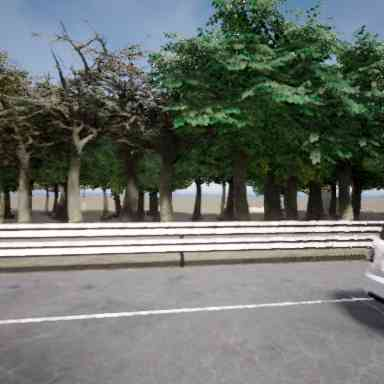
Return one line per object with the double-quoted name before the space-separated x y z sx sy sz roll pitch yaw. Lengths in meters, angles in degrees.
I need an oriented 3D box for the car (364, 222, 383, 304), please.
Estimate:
"car" 5.843 1.299 5.719 5.566 2.045 2.150 1 0 -11
